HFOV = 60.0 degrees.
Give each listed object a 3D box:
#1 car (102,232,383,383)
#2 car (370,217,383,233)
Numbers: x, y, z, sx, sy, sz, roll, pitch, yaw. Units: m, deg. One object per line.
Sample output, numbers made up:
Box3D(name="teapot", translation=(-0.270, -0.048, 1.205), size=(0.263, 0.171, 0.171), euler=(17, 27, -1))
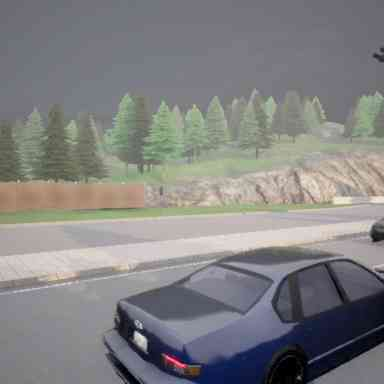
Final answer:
Box3D(name="car", translation=(1.515, 1.547, 4.825), size=(5.357, 1.411, 2.033), euler=(0, 0, -35))
Box3D(name="car", translation=(9.941, 1.564, 15.135), size=(4.181, 1.385, 1.994), euler=(0, 0, -35))
